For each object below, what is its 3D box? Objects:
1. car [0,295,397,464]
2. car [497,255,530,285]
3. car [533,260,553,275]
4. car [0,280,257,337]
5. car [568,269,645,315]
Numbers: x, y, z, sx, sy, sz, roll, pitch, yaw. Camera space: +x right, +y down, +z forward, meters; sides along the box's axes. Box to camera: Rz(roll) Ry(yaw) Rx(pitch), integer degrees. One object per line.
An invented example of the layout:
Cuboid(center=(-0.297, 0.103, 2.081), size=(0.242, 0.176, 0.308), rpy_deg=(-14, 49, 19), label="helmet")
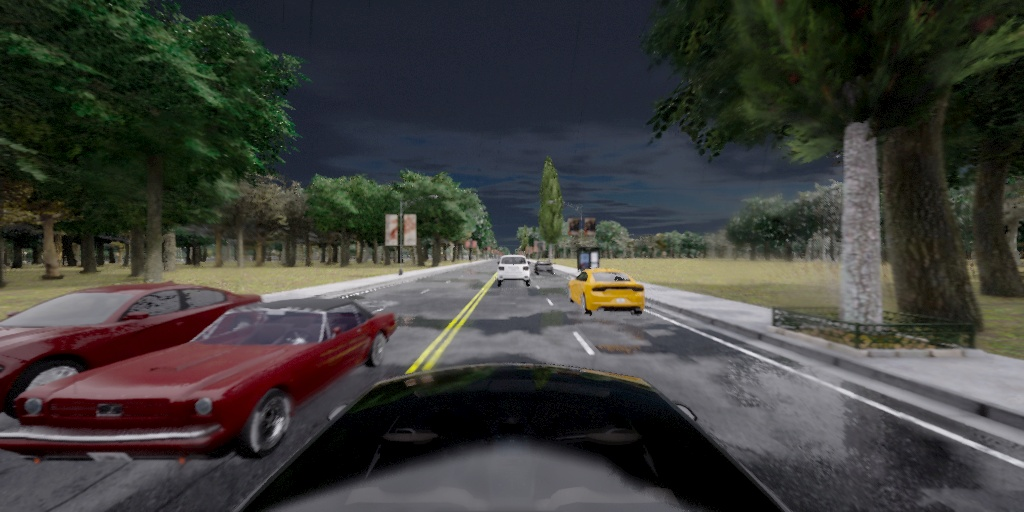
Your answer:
Cuboid(center=(-3.312, 1.348, 5.162), size=(1.895, 1.301, 4.718), rpy_deg=(0, 0, 0), label="car")
Cuboid(center=(0.111, 0.953, 25.710), size=(2.150, 2.045, 5.566), rpy_deg=(0, 0, 0), label="car")
Cuboid(center=(3.367, 1.213, 39.042), size=(2.128, 1.511, 4.902), rpy_deg=(0, 0, 0), label="car")
Cuboid(center=(-6.558, 1.224, 6.063), size=(1.882, 1.535, 5.008), rpy_deg=(0, 0, 1), label="car")
Cuboid(center=(3.357, 1.218, 13.548), size=(1.882, 1.535, 5.008), rpy_deg=(0, 0, 0), label="car")
